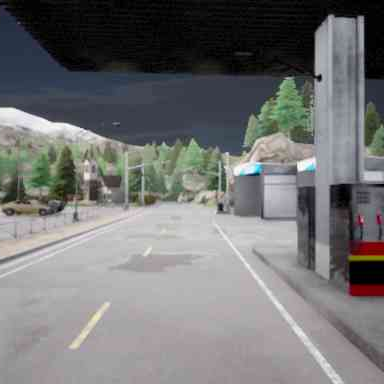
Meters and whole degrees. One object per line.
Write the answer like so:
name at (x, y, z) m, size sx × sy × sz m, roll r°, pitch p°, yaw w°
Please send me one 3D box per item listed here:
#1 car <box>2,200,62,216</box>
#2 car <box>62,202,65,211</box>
car at (-16.412, 1.598, 33.728) m, size 5.027 × 1.636 × 2.152 m, roll 0°, pitch 0°, yaw 0°
car at (-16.480, 1.632, 36.864) m, size 4.514 × 1.523 × 2.007 m, roll 0°, pitch 0°, yaw 0°
